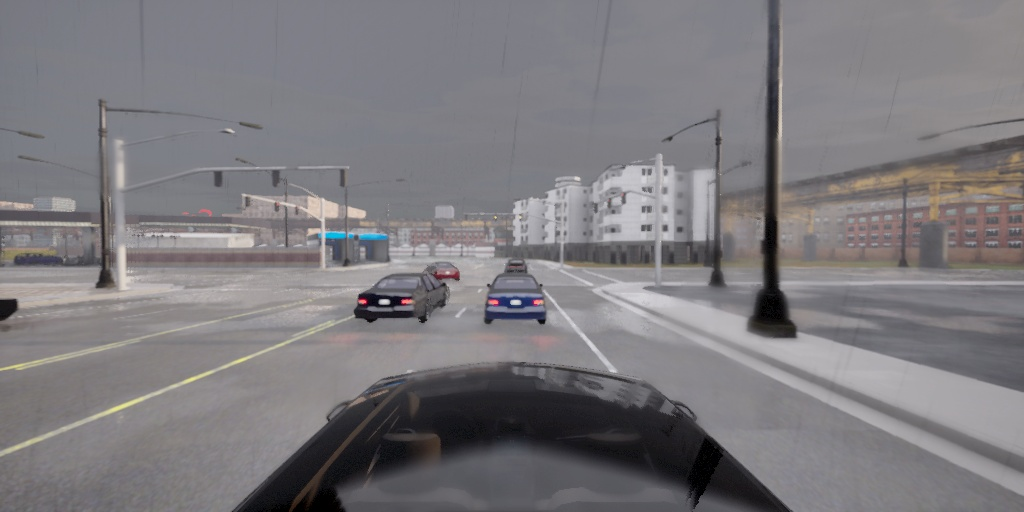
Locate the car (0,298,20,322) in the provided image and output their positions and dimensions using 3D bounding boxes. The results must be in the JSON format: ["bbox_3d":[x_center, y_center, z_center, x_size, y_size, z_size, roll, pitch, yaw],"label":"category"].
[{"bbox_3d":[-14.066,1.329,7.262,1.895,1.301,4.718,0,0,0],"label":"car"}]

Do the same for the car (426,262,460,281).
[{"bbox_3d":[-5.375,1.099,26.844,1.994,1.385,4.181,0,1,-26],"label":"car"}]

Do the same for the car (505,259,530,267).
[{"bbox_3d":[0.434,0.977,30.506,1.837,1.490,4.892,0,1,3],"label":"car"}]

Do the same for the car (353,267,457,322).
[{"bbox_3d":[-3.397,1.257,12.053,2.033,1.411,5.357,0,0,0],"label":"car"}]

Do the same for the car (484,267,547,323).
[{"bbox_3d":[0.099,1.260,11.911,2.033,1.411,5.357,0,0,0],"label":"car"}]
